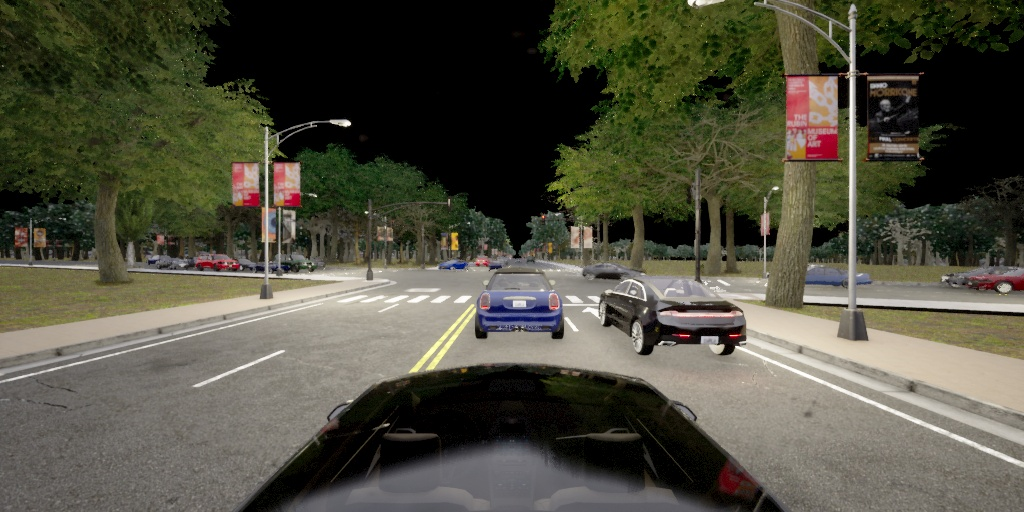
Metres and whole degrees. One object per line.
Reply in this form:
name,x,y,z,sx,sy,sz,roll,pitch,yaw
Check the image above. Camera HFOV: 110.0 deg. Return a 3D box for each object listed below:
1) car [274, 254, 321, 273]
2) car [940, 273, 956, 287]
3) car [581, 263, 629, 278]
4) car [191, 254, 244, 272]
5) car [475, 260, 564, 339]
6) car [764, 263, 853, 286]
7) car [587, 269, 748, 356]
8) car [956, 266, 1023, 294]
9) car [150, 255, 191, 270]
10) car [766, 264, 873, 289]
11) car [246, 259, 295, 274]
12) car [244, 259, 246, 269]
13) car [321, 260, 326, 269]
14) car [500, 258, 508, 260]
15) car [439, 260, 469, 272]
car,-25.503,0.843,41.908,5.566,2.045,2.150,0,0,24
car,31.841,1.432,23.579,4.902,1.511,2.128,0,0,24
car,7.832,1.300,27.999,4.902,1.511,2.128,0,0,40
car,-35.061,0.799,42.615,5.566,2.045,2.150,0,0,24
car,0.201,1.103,10.225,2.097,1.767,4.553,0,0,1
car,22.630,1.375,27.688,4.902,1.511,2.128,0,0,26
car,3.436,1.242,8.635,2.128,1.511,4.902,0,0,0
car,30.143,1.416,20.780,5.008,1.535,1.882,0,0,24
car,-44.251,1.024,46.742,4.902,1.511,2.128,0,0,24
car,21.163,1.430,24.819,5.357,1.411,2.033,0,0,21
car,-25.998,1.227,38.552,4.718,1.301,1.895,0,0,27
car,-34.661,1.077,46.005,4.892,1.490,1.837,0,0,24
car,-28.456,1.081,50.524,4.902,1.511,2.128,0,0,24
car,-2.182,1.266,63.720,1.837,1.490,4.892,0,0,1
car,-7.619,1.234,47.442,1.882,1.535,5.008,1,0,27
